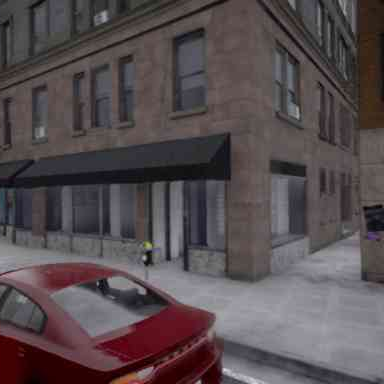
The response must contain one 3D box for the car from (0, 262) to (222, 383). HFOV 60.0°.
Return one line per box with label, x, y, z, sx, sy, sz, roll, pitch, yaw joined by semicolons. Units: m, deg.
car;-1.800;1.571;4.142;4.507;1.381;1.887;0;-1;36
